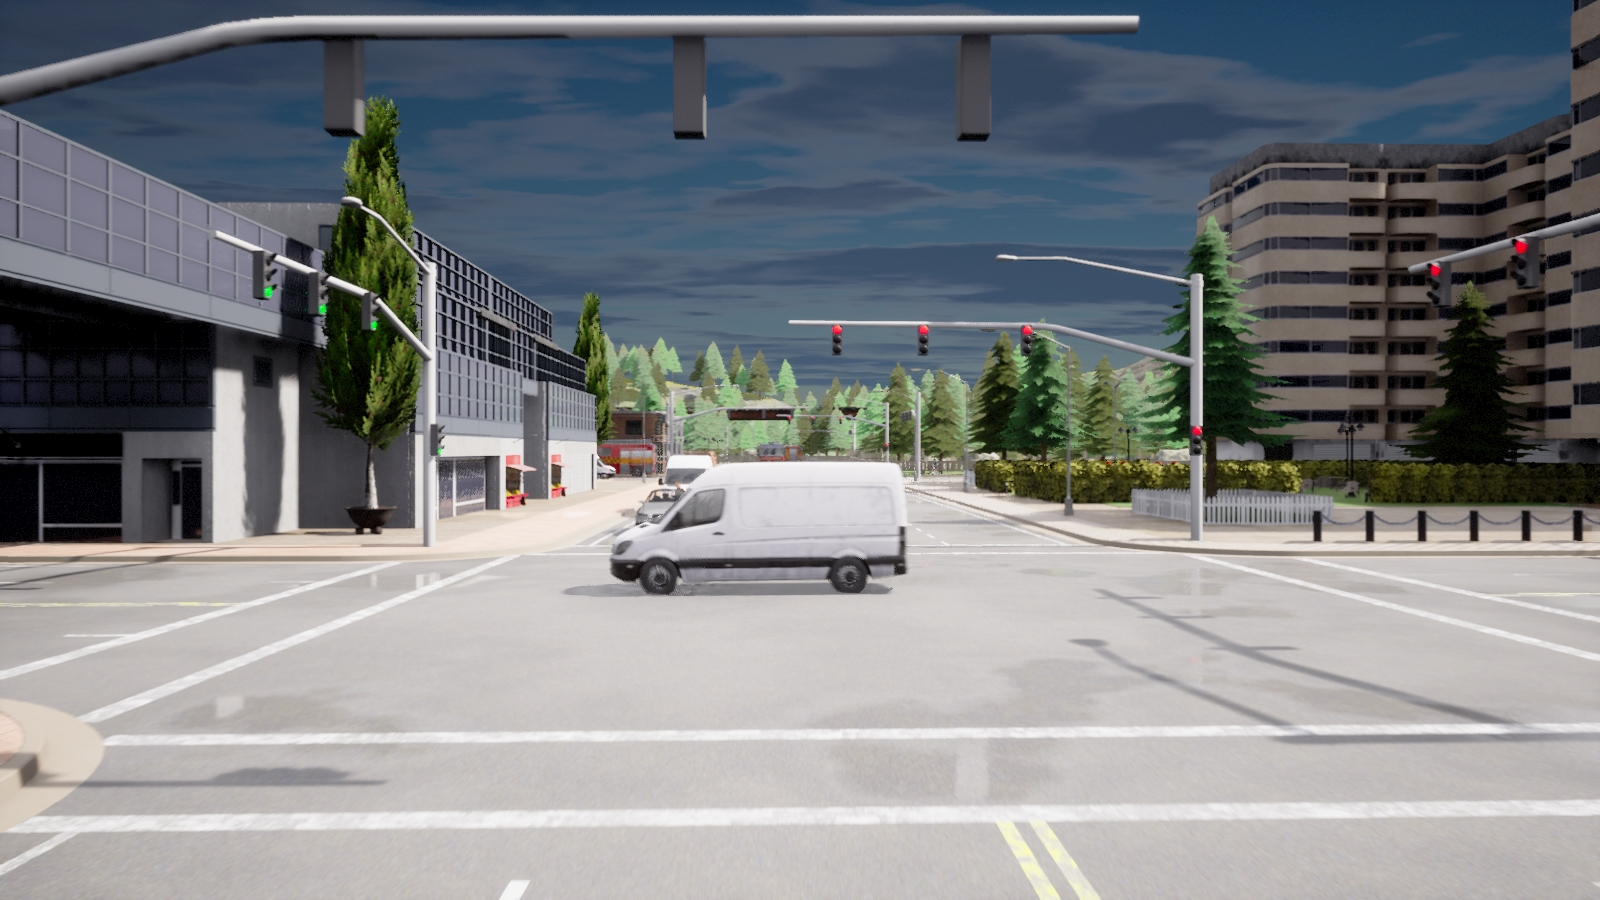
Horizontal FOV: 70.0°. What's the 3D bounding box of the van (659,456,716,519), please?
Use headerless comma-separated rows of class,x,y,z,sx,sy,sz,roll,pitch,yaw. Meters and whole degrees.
van,-4.776,1.533,49.237,1.988,2.561,5.915,0,0,-1

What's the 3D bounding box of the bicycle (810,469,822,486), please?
bicycle,1.239,2.155,89.930,0.859,1.276,1.487,0,0,-2

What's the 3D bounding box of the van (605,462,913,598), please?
van,-0.827,1.534,22.975,5.915,2.561,1.988,0,0,-4

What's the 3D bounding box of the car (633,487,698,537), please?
car,-4.528,2.064,38.863,1.816,1.474,4.193,0,0,-2
